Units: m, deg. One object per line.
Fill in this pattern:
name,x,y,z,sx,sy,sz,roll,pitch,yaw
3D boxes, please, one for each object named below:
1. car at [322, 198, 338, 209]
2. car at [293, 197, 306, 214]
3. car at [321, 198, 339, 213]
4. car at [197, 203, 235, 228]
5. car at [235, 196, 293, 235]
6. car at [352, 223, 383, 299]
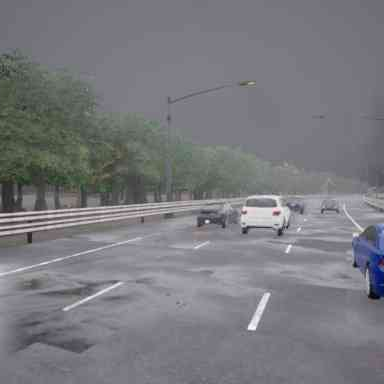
car,19.245,1.539,46.219,1.812,1.442,4.674,0,0,25
car,10.994,1.357,35.586,2.097,1.767,4.553,0,0,23
car,15.217,1.553,36.675,2.033,1.411,5.357,0,0,23
car,1.810,1.504,22.221,1.837,1.490,4.892,0,0,21
car,4.321,1.221,19.061,2.150,2.045,5.566,0,0,21
car,5.101,1.478,8.078,1.882,1.535,5.008,0,0,20
